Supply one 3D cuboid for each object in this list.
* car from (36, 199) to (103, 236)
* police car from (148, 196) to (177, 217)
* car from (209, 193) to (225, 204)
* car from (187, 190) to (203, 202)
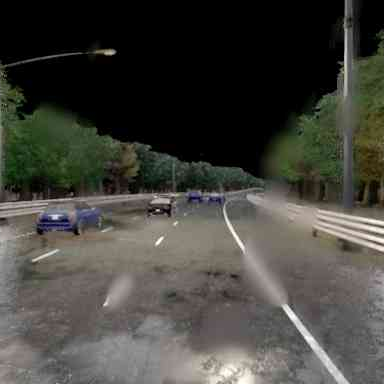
[{"bbox_3d":[-6.414,1.237,17.953,2.097,1.767,4.553,0,1,3],"label":"car"},{"bbox_3d":[-2.413,1.187,28.156,1.930,1.638,5.238,0,1,5],"label":"police car"},{"bbox_3d":[3.692,0.976,52.183,1.882,1.535,5.008,0,0,7],"label":"car"},{"bbox_3d":[0.584,0.691,56.292,2.150,2.045,5.566,0,0,8],"label":"car"}]
